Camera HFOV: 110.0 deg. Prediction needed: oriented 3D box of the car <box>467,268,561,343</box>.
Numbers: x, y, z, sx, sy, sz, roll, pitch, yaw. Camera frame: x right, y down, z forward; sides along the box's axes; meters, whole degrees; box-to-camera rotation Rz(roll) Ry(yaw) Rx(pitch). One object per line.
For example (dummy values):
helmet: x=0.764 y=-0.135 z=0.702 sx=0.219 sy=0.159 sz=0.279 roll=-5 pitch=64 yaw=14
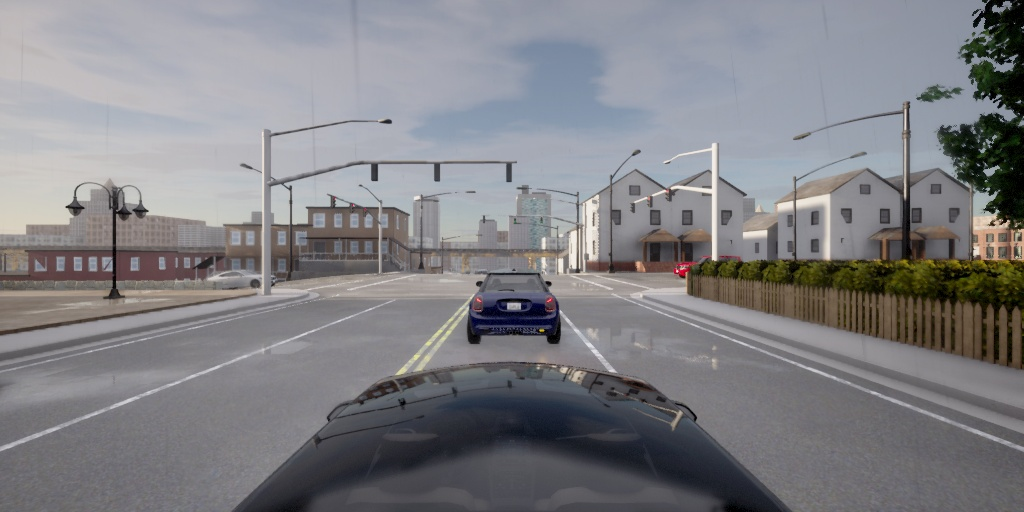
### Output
car: x=0.052 y=1.102 z=9.862 sx=2.097 sy=1.767 sz=4.553 roll=0 pitch=0 yaw=0

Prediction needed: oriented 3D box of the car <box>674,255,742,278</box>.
car: x=17.030 y=0.971 z=30.987 sx=5.566 sy=2.045 sz=2.150 roll=0 pitch=0 yaw=-1

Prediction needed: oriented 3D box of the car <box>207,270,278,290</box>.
car: x=-20.082 y=1.768 z=26.668 sx=4.674 sy=1.442 sz=1.812 roll=-4 pitch=0 yaw=-1
